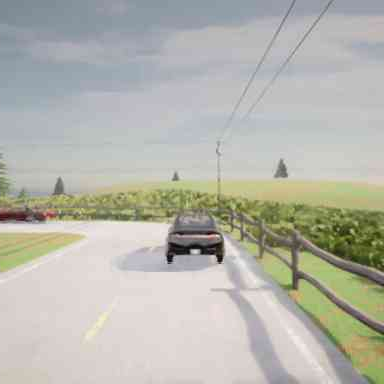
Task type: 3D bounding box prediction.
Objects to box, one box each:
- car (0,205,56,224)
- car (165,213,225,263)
[{"bbox_3d":[-12.873,1.658,24.854,4.718,1.301,1.895,0,0,4],"label":"car"},{"bbox_3d":[0.075,1.519,12.056,2.128,1.511,4.902,0,0,0],"label":"car"}]
